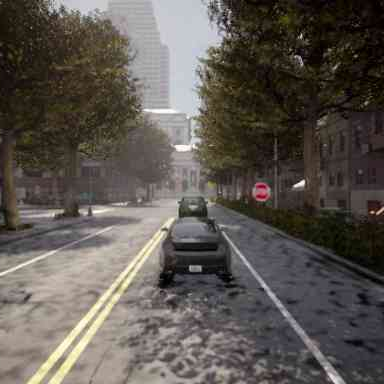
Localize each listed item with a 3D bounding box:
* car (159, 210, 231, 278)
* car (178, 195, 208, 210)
[{"bbox_3d":[0.087,1.528,10.180,1.837,1.490,4.892,0,0,0],"label":"car"},{"bbox_3d":[0.068,1.278,25.924,2.150,2.045,5.566,0,0,0],"label":"car"}]
